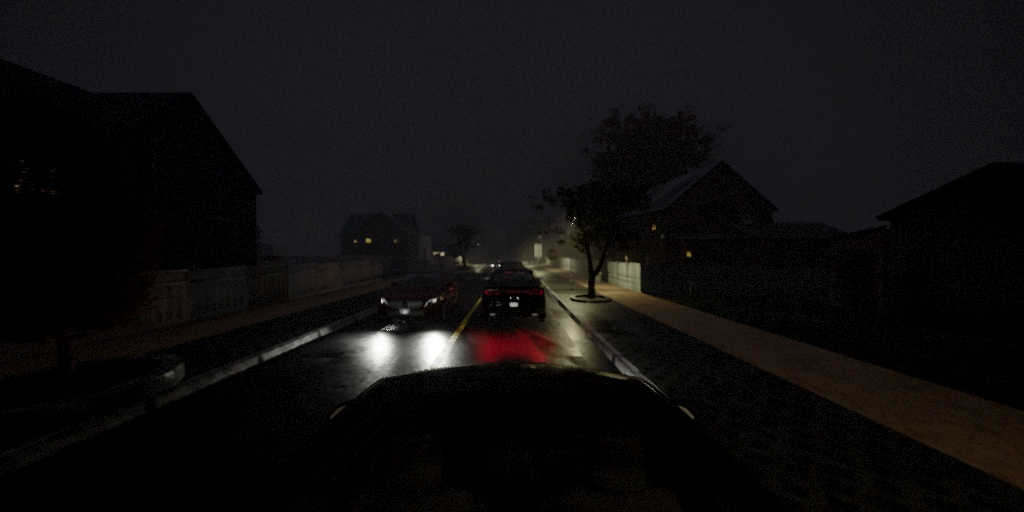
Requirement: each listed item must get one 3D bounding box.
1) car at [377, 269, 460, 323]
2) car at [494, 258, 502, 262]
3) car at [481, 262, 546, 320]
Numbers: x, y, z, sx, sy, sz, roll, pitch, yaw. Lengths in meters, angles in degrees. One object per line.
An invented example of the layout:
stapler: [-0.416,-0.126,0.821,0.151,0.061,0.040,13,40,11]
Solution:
car: [-2.843,1.189,11.837,1.812,1.442,4.674,0,0,0]
car: [-0.018,1.082,22.432,1.837,1.490,4.892,0,0,-1]
car: [0.067,1.138,12.183,1.882,1.535,5.008,0,1,0]
